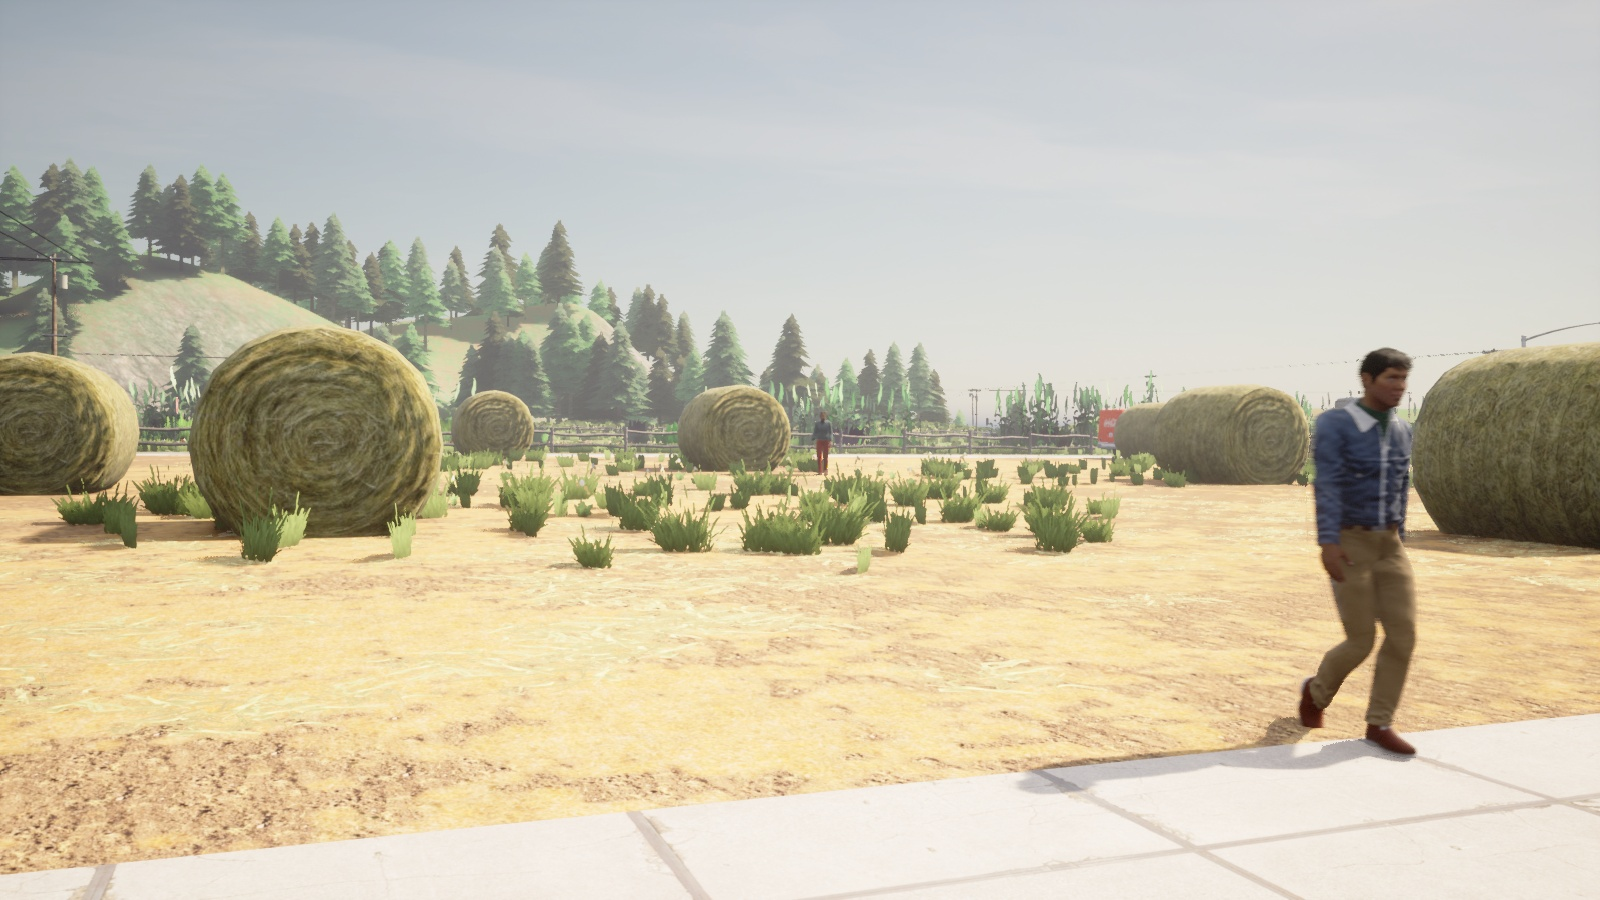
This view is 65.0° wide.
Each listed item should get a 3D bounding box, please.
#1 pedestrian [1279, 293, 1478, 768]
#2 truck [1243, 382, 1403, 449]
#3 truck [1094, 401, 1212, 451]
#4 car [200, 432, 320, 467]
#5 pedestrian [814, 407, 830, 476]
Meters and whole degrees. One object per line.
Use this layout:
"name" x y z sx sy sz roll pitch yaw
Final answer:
"pedestrian" 2.541 0.322 5.569 0.423 1.949 0.788 -1 1 -10
"truck" 28.180 -1.856 67.656 7.936 3.462 2.891 -1 1 -17
"truck" 18.151 -1.205 64.596 5.204 2.467 2.627 0 1 -17
"car" -23.770 -0.026 55.473 4.674 1.442 1.812 -1 1 -17
"pedestrian" 0.600 -0.237 34.150 0.353 1.847 0.614 -1 1 7
